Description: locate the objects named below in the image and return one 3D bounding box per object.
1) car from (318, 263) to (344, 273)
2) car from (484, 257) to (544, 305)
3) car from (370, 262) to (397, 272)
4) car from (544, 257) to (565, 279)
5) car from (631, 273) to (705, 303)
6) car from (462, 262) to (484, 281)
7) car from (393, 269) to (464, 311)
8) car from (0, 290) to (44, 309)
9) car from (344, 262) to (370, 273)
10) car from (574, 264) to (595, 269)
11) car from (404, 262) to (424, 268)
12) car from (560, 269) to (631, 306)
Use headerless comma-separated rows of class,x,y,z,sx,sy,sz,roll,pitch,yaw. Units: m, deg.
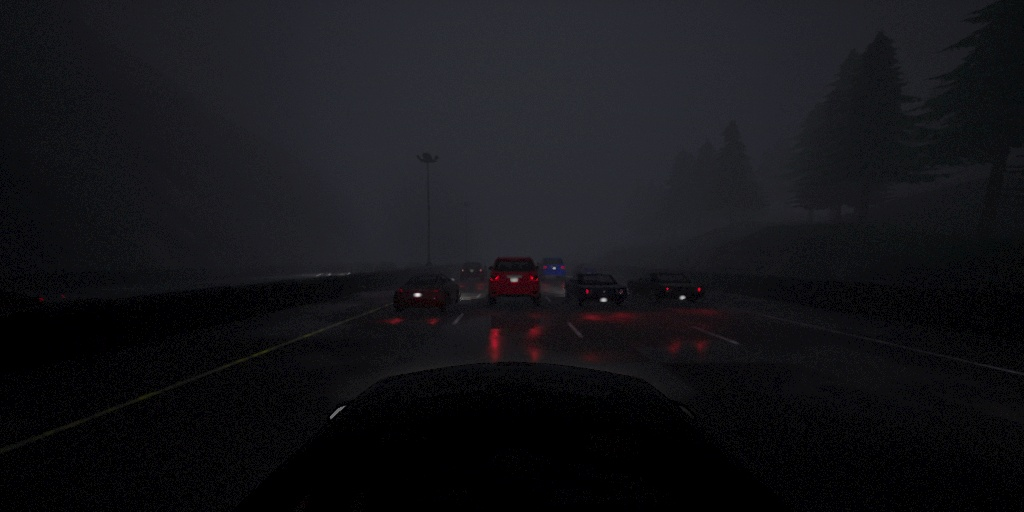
car,-24.608,1.635,49.368,1.895,1.301,4.718,0,0,0
car,0.091,1.061,16.807,2.150,2.045,5.566,0,0,0
car,-17.605,1.546,50.224,1.837,1.490,4.892,0,-1,0
car,3.579,1.158,33.098,2.150,2.045,5.566,0,0,0
car,7.092,1.443,17.131,1.895,1.301,4.718,0,0,0
car,-3.420,1.287,32.662,2.097,1.767,4.553,0,0,0
car,-3.408,1.393,14.939,1.994,1.385,4.181,0,0,0
car,-14.102,1.354,8.328,1.994,1.385,4.181,0,0,0
car,-21.104,1.534,50.475,2.128,1.511,4.902,0,-1,0
car,7.078,1.473,34.885,1.812,1.442,4.674,0,0,0
car,-14.104,1.597,51.947,2.033,1.411,5.357,0,0,0
car,3.592,1.438,16.282,1.895,1.301,4.718,0,0,0
